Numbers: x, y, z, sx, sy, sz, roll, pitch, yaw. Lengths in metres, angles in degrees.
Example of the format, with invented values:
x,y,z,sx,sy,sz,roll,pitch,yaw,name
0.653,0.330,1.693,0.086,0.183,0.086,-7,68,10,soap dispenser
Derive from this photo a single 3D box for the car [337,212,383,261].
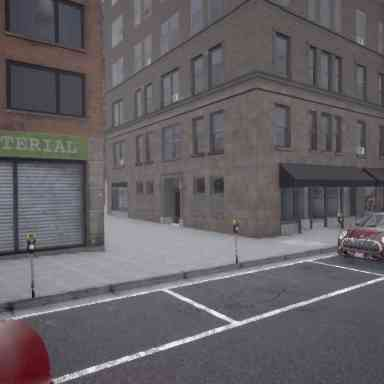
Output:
x,y,z,sx,sy,sz,roll,pitch,yaw,name
6.841,1.438,11.555,4.097,1.590,1.967,0,-1,-36,car

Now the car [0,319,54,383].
x,y,z,sx,sy,sz,roll,pitch,yaw,name
-3.116,1.478,1.154,5.008,1.535,1.882,0,0,-36,car
